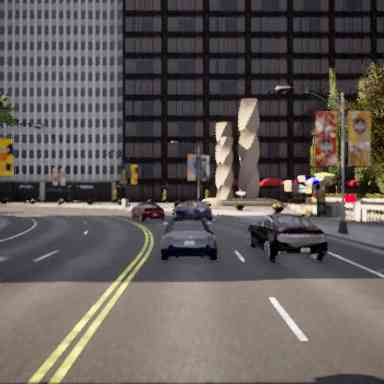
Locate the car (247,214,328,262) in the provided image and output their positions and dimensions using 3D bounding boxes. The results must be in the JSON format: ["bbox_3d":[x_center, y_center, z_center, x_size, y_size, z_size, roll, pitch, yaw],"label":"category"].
[{"bbox_3d":[3.340,1.562,12.494,2.128,1.511,4.902,0,0,-2],"label":"car"}]

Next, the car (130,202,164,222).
[{"bbox_3d":[-3.903,1.639,28.598,1.882,1.535,5.008,0,0,-24],"label":"car"}]

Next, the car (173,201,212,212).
[{"bbox_3d":[-0.033,1.511,28.440,2.097,1.767,4.553,0,0,-22],"label":"car"}]

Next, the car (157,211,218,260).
[{"bbox_3d":[-0.175,1.637,12.848,1.994,1.385,4.181,0,0,-3],"label":"car"}]
